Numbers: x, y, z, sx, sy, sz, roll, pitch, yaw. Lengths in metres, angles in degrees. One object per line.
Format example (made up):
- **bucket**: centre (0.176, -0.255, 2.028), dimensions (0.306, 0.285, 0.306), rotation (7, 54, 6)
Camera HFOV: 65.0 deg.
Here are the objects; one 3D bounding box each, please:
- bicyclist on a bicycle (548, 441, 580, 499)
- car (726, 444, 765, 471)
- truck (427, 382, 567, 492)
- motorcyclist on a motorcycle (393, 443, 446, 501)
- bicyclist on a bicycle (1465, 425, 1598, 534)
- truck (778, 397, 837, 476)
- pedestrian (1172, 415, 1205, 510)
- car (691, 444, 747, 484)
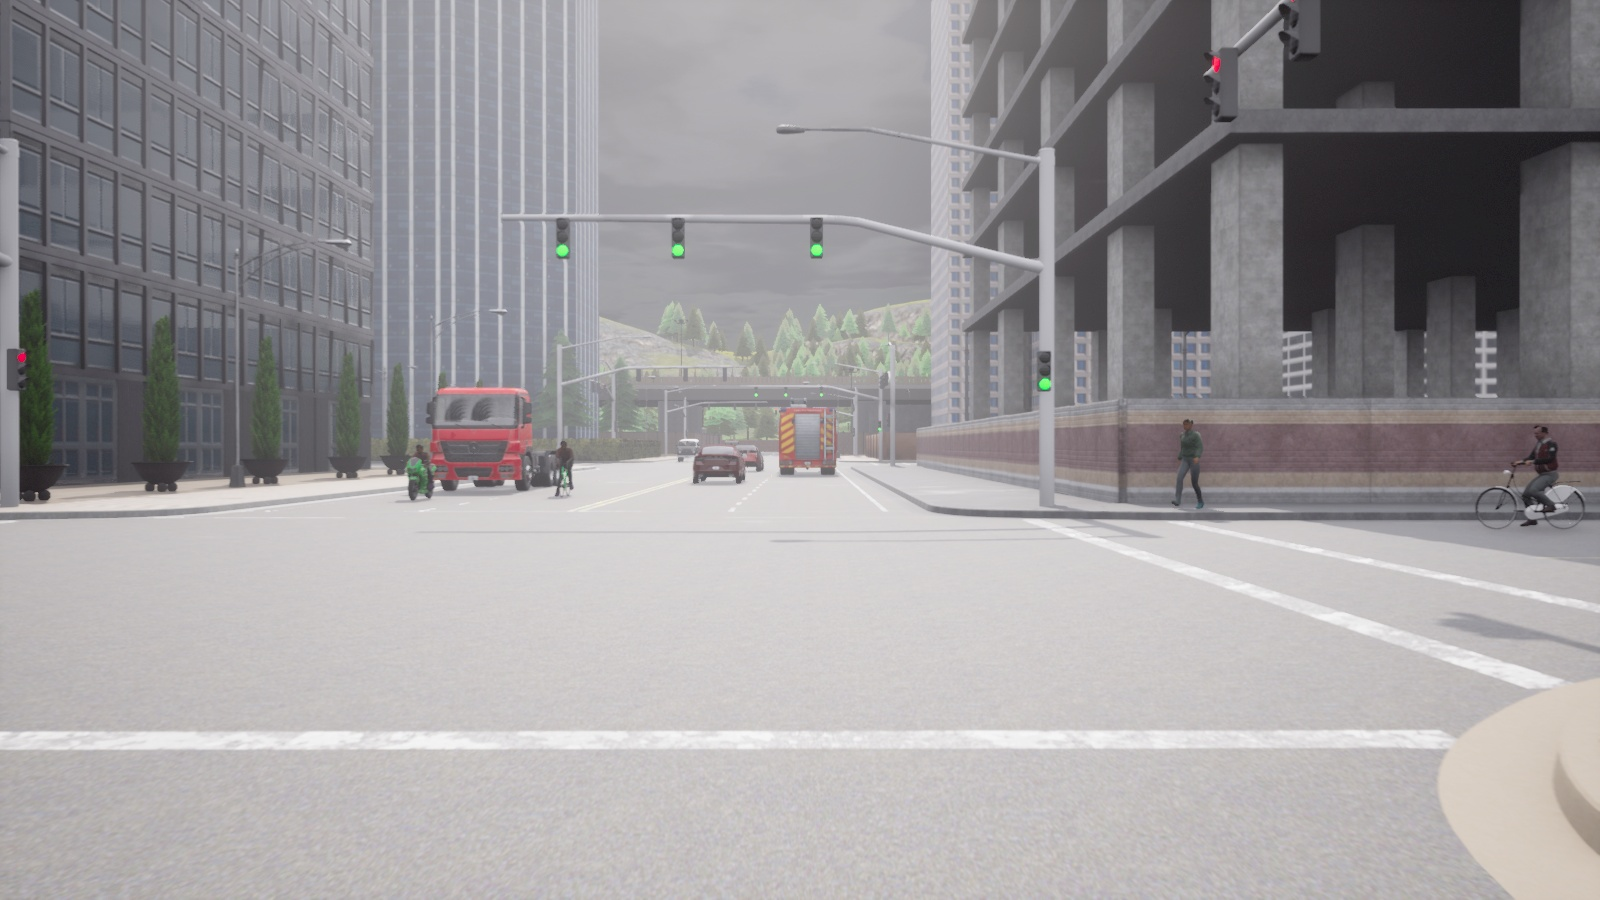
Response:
- **bicyclist on a bicycle**: centre (-6.778, 0.547, 36.122), dimensions (0.582, 1.620, 1.656), rotation (0, 1, 0)
- **car**: centre (-3.073, 0.398, 71.880), dimensions (2.007, 1.525, 4.514), rotation (0, 0, 0)
- **truck**: centre (-10.240, -0.420, 43.310), dimensions (2.891, 3.462, 7.936), rotation (0, 0, 0)
- **motorcyclist on a motorcycle**: centre (-10.290, 0.582, 34.038), dimensions (0.797, 1.523, 2.044), rotation (0, 0, 0)
- **bicyclist on a bicycle**: centre (12.249, 0.486, 21.056), dimensions (1.843, 1.776, 0.659), rotation (0, 0, 0)
- **truck**: centre (0.392, -0.684, 65.629), dimensions (2.891, 3.827, 8.468), rotation (0, 0, 0)
- **pedestrian**: centre (7.646, 0.251, 24.736), dimensions (0.614, 1.847, 0.353), rotation (0, 0, -42)
- **car**: centre (-3.196, 0.516, 50.443), dimensions (1.882, 1.535, 5.008), rotation (0, 0, 0)
